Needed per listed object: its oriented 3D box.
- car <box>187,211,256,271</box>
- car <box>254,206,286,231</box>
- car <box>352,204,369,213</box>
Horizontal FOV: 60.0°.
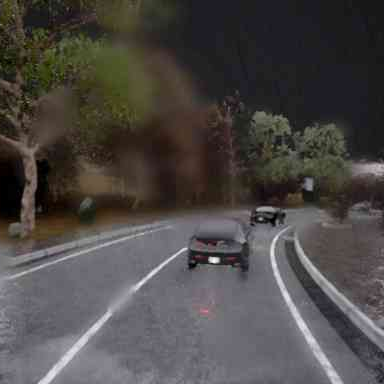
[{"bbox_3d":[1.117,1.621,11.479,1.837,1.490,4.892,1,0,12],"label":"car"},{"bbox_3d":[6.024,1.810,25.940,1.882,1.535,5.008,2,0,27],"label":"car"},{"bbox_3d":[28.217,2.769,56.234,4.892,1.490,1.837,3,2,-40],"label":"car"}]
